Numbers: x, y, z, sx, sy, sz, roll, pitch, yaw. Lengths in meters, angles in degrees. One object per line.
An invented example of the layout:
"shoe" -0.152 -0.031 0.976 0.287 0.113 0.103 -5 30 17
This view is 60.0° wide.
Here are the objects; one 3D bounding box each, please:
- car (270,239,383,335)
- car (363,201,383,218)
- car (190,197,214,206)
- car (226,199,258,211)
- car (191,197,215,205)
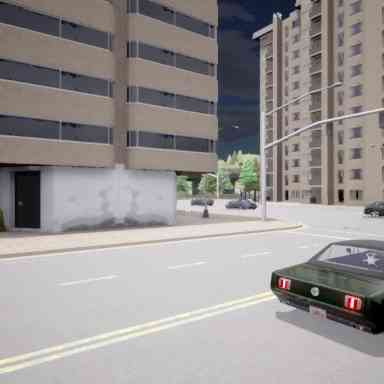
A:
"car" 3.797 1.601 6.483 4.718 1.301 1.895 0 0 -35
"car" 17.315 1.507 28.337 4.892 1.490 1.837 -1 1 37
"car" 1.511 1.564 54.339 1.994 1.385 4.181 0 0 -36
"car" 6.193 1.564 41.598 1.994 1.385 4.181 0 0 -36
"car" 1.859 1.601 59.889 1.895 1.301 4.718 0 0 -35
